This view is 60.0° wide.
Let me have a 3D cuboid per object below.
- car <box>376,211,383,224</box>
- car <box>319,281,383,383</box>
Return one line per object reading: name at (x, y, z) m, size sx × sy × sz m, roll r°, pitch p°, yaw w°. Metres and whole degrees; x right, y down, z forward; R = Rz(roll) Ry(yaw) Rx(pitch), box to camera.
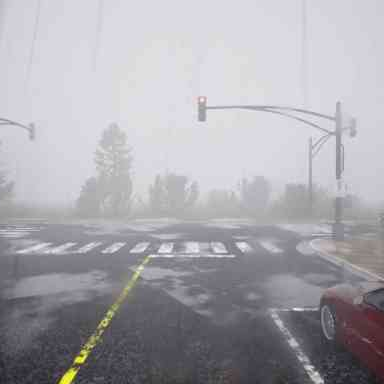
car at (14.557, 1.475, 21.703) m, size 4.674 × 1.442 × 1.812 m, roll 0°, pitch 1°, yaw 0°
car at (2.813, 1.581, 3.545) m, size 1.802 × 1.307 × 4.206 m, roll -1°, pitch 0°, yaw 0°
